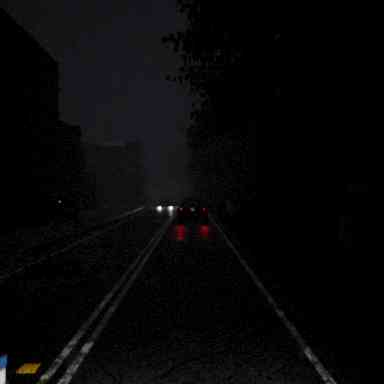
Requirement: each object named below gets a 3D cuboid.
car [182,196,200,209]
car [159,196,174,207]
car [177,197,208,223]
[{"bbox_3d":[-0.155,1.312,41.874,2.033,1.411,5.357,0,0,-1],"label":"car"},{"bbox_3d":[-3.588,1.257,46.471,1.812,1.442,4.674,0,0,-1],"label":"car"},{"bbox_3d":[0.031,1.228,24.613,2.097,1.767,4.553,0,0,0],"label":"car"}]
